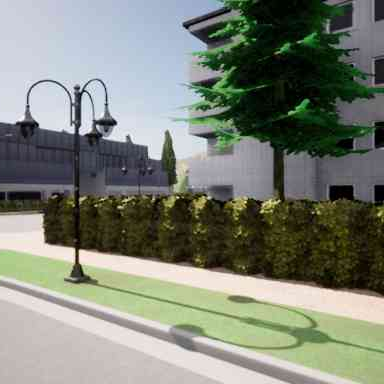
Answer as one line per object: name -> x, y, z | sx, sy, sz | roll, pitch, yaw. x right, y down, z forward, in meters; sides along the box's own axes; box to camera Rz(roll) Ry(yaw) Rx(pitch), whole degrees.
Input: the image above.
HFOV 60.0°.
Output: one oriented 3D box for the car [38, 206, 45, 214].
car -> -13.069, 1.598, 34.577 | 2.033, 1.411, 5.357 | 0, 0, 35
